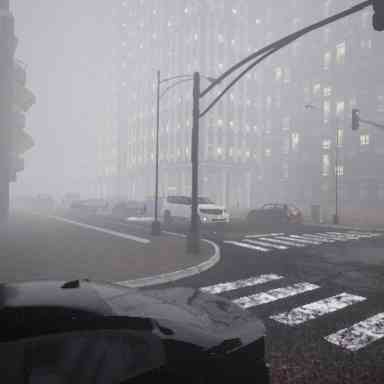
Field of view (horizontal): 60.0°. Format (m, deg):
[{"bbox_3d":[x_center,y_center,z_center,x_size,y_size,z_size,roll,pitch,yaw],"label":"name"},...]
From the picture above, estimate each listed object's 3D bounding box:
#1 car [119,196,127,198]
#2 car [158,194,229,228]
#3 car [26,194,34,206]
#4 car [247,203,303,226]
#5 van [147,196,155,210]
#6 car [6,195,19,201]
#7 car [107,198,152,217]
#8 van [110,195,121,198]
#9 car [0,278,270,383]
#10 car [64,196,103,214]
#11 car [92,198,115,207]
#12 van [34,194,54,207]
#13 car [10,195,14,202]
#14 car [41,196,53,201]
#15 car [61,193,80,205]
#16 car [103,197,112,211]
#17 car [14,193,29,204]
[{"bbox_3d":[-7.234,1.584,42.401,2.008,1.369,4.403,1,-1,-35],"label":"car"},{"bbox_3d":[0.049,1.170,22.118,2.150,2.045,5.566,1,-1,-35],"label":"car"},{"bbox_3d":[-23.869,1.432,51.382,1.802,1.307,4.206,1,-1,-35],"label":"car"},{"bbox_3d":[5.831,1.505,23.966,1.967,1.590,4.097,1,-1,-35],"label":"car"},{"bbox_3d":[-3.965,1.382,37.794,1.690,1.788,3.998,1,-1,-35],"label":"van"},{"bbox_3d":[-40.197,1.378,74.427,2.008,1.369,4.403,1,-1,-35],"label":"car"},{"bbox_3d":[-5.731,1.498,30.275,1.994,1.385,4.181,1,-1,-35],"label":"car"},{"bbox_3d":[-10.496,1.368,47.012,1.690,1.788,3.998,1,-1,-35],"label":"van"},{"bbox_3d":[-1.646,1.477,2.205,5.008,1.535,1.882,0,0,-35],"label":"car"},{"bbox_3d":[-10.805,1.427,32.948,2.008,1.369,4.403,1,-1,-35],"label":"car"},{"bbox_3d":[-13.767,1.587,51.618,1.947,1.339,4.313,1,-1,-35],"label":"car"},{"bbox_3d":[-20.599,1.197,46.776,1.690,1.788,3.998,1,-1,-35],"label":"van"},{"bbox_3d":[-36.932,1.397,69.818,1.947,1.339,4.313,1,-1,-35],"label":"car"},{"bbox_3d":[-36.627,1.570,83.879,1.802,1.307,4.206,1,-1,-35],"label":"car"},{"bbox_3d":[-20.404,1.182,56.345,2.150,2.045,5.566,1,-1,-35],"label":"car"},{"bbox_3d":[-11.606,1.468,38.571,2.033,1.411,5.357,1,-1,-35],"label":"car"},{"bbox_3d":[-30.396,1.155,60.603,2.192,1.841,5.009,1,-1,-35],"label":"car"}]
